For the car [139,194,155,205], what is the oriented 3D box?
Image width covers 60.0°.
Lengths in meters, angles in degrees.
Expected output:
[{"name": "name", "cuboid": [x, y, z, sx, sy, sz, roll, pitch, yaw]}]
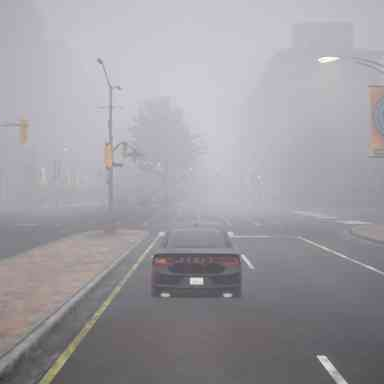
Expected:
[{"name": "car", "cuboid": [-7.873, 1.505, 56.562, 1.837, 1.490, 4.892, 0, 0, 1]}]

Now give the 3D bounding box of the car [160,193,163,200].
[{"name": "car", "cuboid": [-7.717, 1.225, 76.572, 2.150, 2.045, 5.566, 0, 0, 0]}]

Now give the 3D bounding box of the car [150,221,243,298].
[{"name": "car", "cuboid": [0.109, 1.478, 8.555, 1.882, 1.535, 5.008, 0, 0, 1]}]

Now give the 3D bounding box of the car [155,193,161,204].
[{"name": "car", "cuboid": [-7.791, 1.526, 65.821, 1.812, 1.442, 4.674, 0, 0, 1]}]

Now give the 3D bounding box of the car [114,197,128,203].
[{"name": "car", "cuboid": [-14.499, 1.595, 67.931, 1.895, 1.301, 4.718, 0, 0, 0]}]
